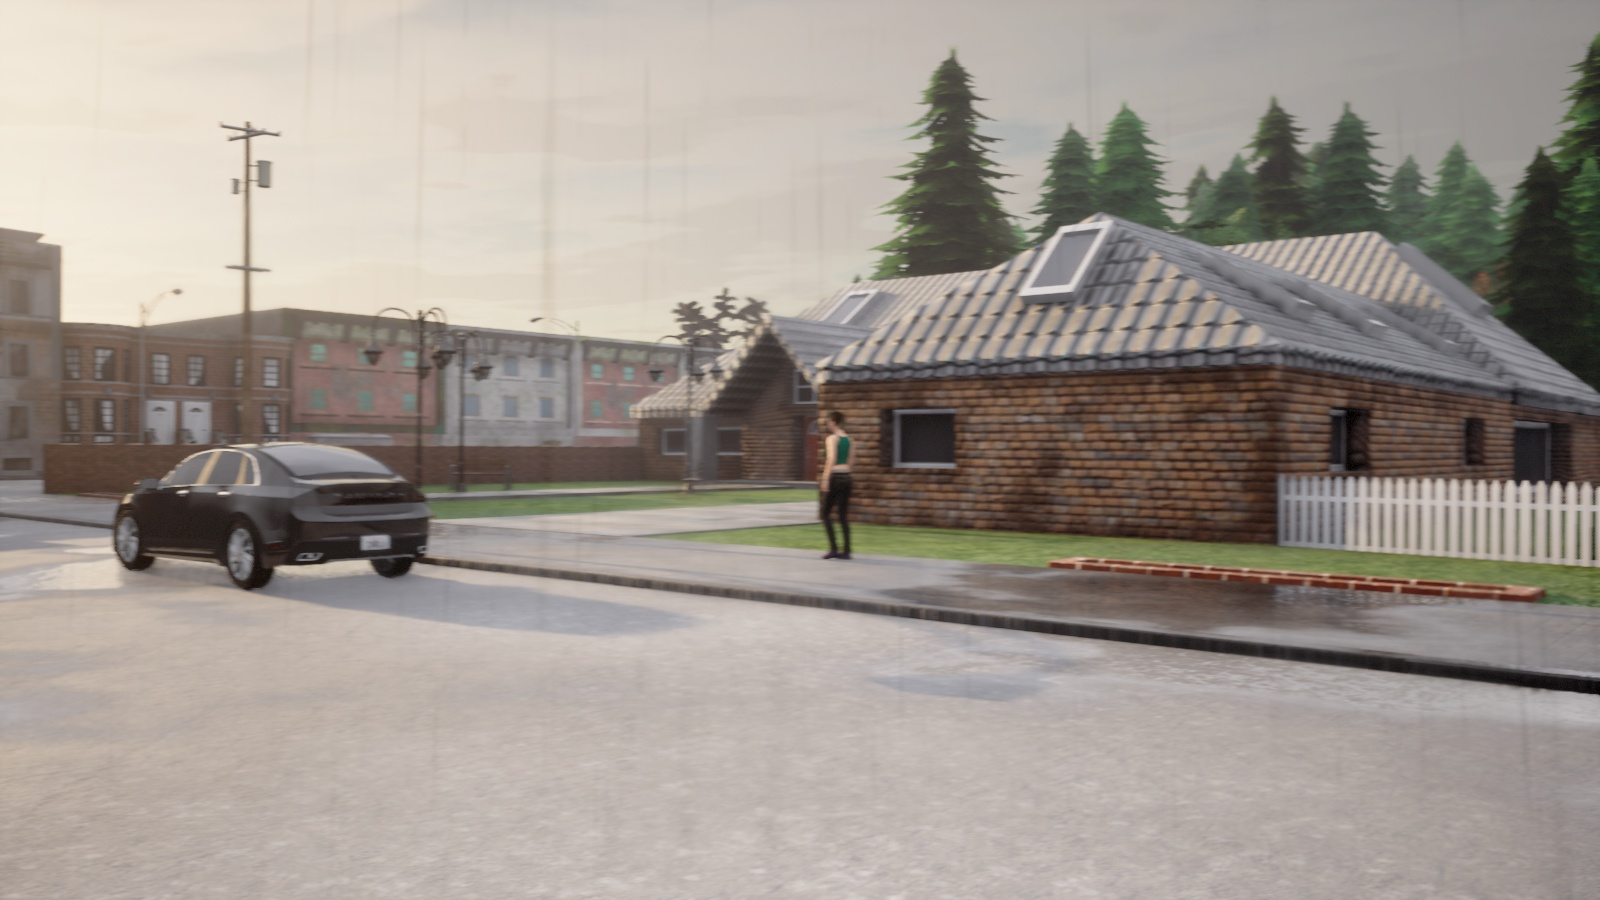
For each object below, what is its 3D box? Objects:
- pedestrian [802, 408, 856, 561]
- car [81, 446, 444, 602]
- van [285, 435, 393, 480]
[{"bbox_3d":[0.349,0.411,15.344,0.345,1.836,0.594,0,0,-44],"label":"pedestrian"},{"bbox_3d":[-6.251,0.702,14.291,4.892,1.490,1.837,0,0,41],"label":"car"},{"bbox_3d":[-21.356,0.318,58.290,1.775,1.987,4.442,0,0,40],"label":"van"}]
